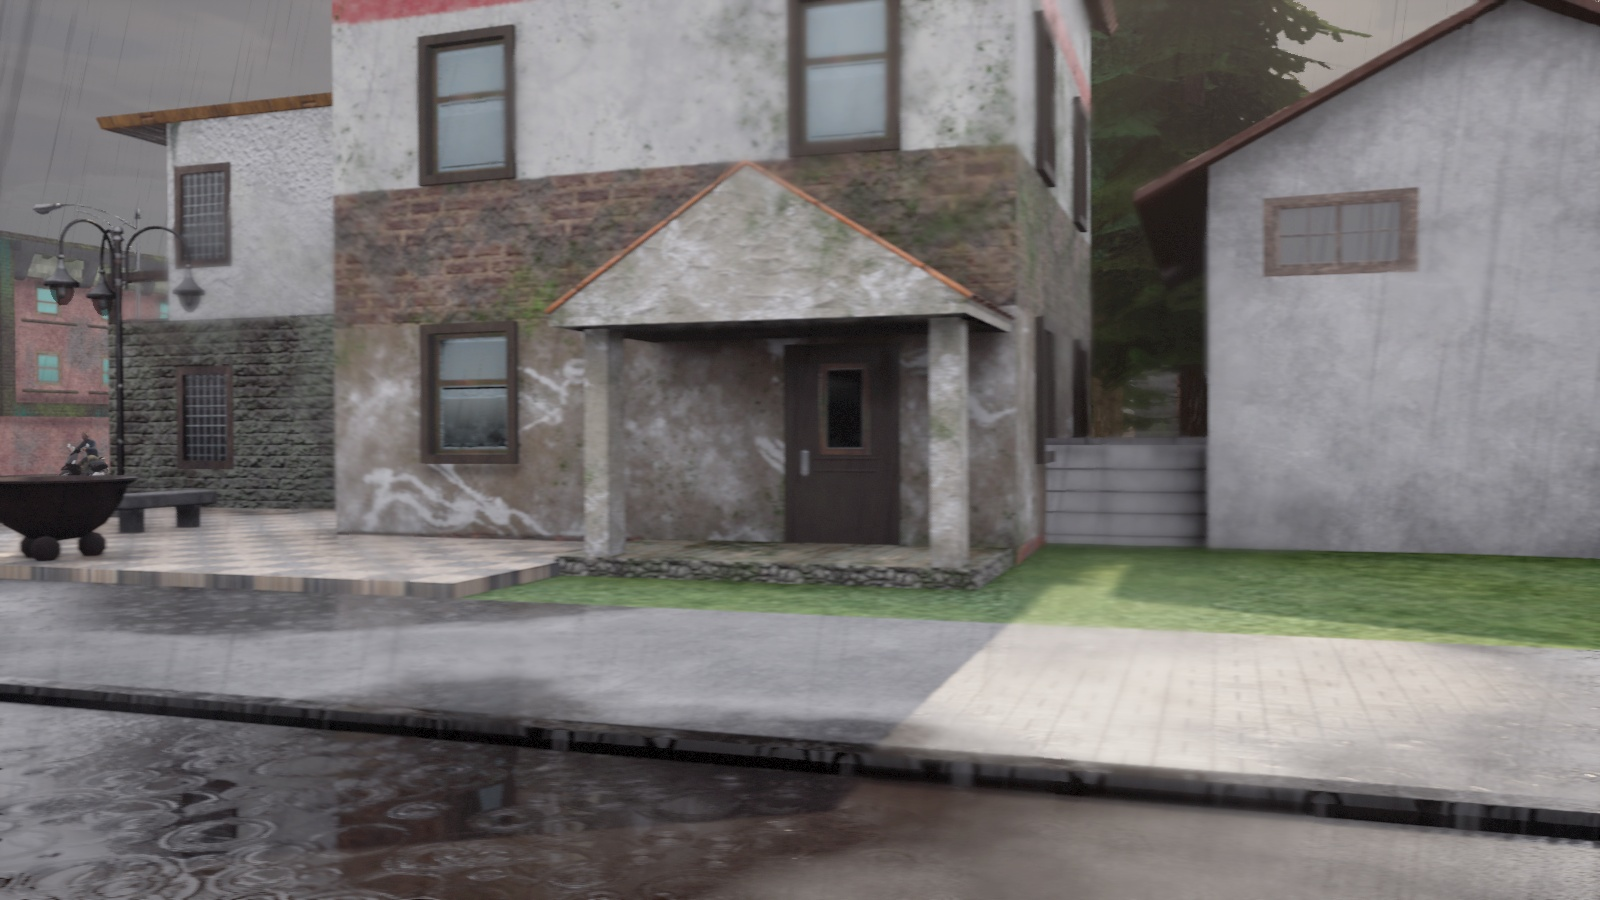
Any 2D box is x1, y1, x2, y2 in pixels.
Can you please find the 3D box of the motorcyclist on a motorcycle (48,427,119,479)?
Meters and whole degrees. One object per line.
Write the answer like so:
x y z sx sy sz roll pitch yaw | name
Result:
-22.564 0.072 39.596 0.866 1.590 1.817 1 1 19 | motorcyclist on a motorcycle
